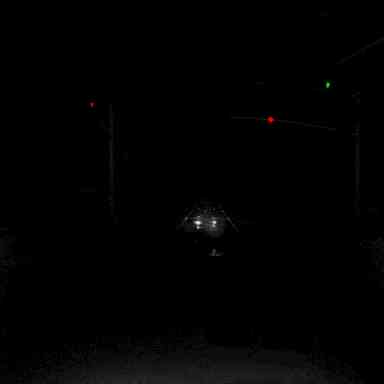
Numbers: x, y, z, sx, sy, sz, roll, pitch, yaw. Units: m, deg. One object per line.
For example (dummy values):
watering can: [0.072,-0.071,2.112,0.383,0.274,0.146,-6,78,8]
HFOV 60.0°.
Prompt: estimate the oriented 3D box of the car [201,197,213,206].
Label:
car: [2.558,1.566,56.500,1.895,1.301,4.718,0,0,3]

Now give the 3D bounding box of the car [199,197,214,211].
car: [1.842,1.470,41.973,1.837,1.490,4.892,0,0,3]

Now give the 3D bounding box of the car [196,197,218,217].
car: [1.353,1.491,31.549,1.812,1.442,4.674,0,0,3]
